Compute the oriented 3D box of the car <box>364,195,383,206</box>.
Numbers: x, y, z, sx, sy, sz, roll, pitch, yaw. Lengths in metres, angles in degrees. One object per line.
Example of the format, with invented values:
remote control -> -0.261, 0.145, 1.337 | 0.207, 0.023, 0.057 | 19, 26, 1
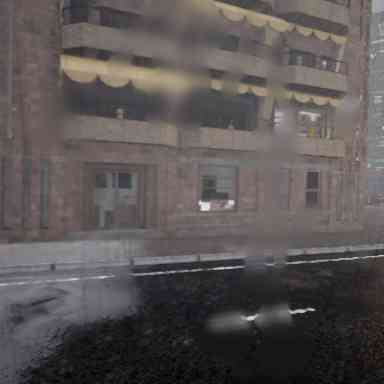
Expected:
car -> 21.922, 1.038, 40.876 | 4.206, 1.307, 1.802 | 3, 1, 35
